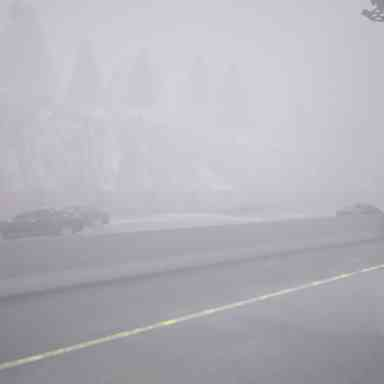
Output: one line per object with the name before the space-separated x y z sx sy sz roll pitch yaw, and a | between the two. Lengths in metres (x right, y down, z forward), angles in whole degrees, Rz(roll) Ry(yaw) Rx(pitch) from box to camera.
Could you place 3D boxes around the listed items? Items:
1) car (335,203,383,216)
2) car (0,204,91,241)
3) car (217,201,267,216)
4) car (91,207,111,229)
car | 13.006 1.583 25.821 4.181 1.385 1.994 0 0 -34
car | -7.640 1.506 15.734 4.892 1.490 1.837 -1 0 -35
car | 5.083 1.565 33.135 5.357 1.411 2.033 0 0 -34
car | -7.476 1.483 20.148 5.008 1.535 1.882 0 0 -35
